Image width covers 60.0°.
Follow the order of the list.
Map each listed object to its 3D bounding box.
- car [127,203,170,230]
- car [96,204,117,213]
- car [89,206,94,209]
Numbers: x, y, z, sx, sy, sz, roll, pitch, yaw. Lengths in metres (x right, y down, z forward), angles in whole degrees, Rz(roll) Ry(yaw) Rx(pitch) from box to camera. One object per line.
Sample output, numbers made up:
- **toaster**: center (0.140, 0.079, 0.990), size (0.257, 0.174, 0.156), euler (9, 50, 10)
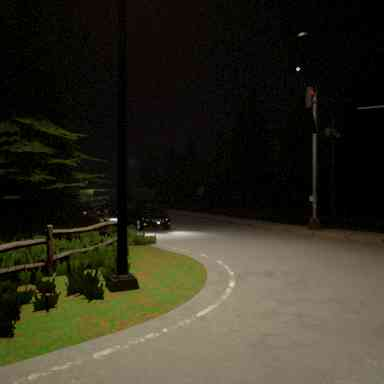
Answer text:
- **car**: center (-2.892, 1.478, 20.722), size (1.837, 1.490, 4.892), euler (0, 0, -25)
- **car**: center (-7.047, 1.537, 29.766), size (1.994, 1.385, 4.181), euler (0, 0, -24)
- **car**: center (-11.389, 1.499, 39.467), size (1.812, 1.442, 4.674), euler (0, 0, -24)
